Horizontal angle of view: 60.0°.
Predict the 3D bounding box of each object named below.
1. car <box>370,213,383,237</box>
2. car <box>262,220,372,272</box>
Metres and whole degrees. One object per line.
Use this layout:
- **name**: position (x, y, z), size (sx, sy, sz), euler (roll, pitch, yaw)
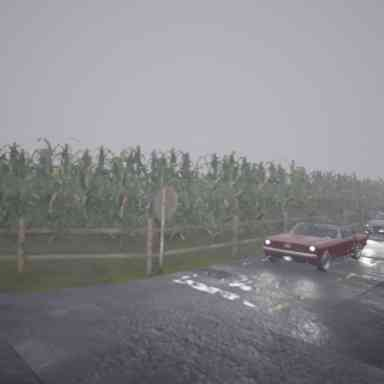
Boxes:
- **car**: position (11.162, 1.887, 18.742), size (1.994, 1.385, 4.181), euler (2, 0, 42)
- **car**: position (4.368, 1.713, 11.491), size (1.895, 1.301, 4.718), euler (2, 0, 44)
